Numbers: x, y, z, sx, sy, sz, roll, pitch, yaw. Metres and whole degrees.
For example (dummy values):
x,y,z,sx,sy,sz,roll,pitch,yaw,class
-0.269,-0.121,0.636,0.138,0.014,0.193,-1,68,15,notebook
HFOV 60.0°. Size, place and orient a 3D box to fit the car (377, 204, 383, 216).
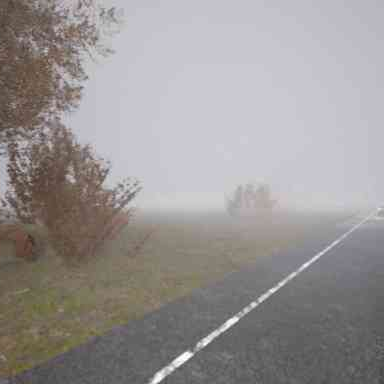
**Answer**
x,y,z,sx,sy,sz,roll,pitch,yaw,class
24.074,2.261,41.093,1.837,1.490,4.892,1,0,31,car
